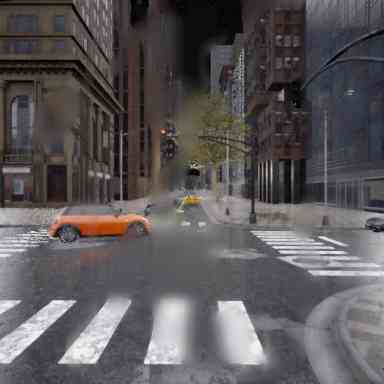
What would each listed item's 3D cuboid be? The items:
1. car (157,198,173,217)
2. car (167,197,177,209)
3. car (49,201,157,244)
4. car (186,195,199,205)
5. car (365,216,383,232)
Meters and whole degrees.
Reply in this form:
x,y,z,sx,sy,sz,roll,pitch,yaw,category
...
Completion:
x,y,z,sx,sy,sz,roll,pitch,yaw,category
-3.128,1.489,30.310,1.994,1.385,4.181,0,0,0,car
-3.138,1.459,40.560,1.895,1.301,4.718,0,0,0,car
-4.287,1.332,15.814,4.553,1.767,2.097,0,0,-27,car
0.045,1.240,52.986,1.882,1.535,5.008,0,0,0,car
11.910,1.631,18.363,4.403,1.369,2.008,0,0,0,car
